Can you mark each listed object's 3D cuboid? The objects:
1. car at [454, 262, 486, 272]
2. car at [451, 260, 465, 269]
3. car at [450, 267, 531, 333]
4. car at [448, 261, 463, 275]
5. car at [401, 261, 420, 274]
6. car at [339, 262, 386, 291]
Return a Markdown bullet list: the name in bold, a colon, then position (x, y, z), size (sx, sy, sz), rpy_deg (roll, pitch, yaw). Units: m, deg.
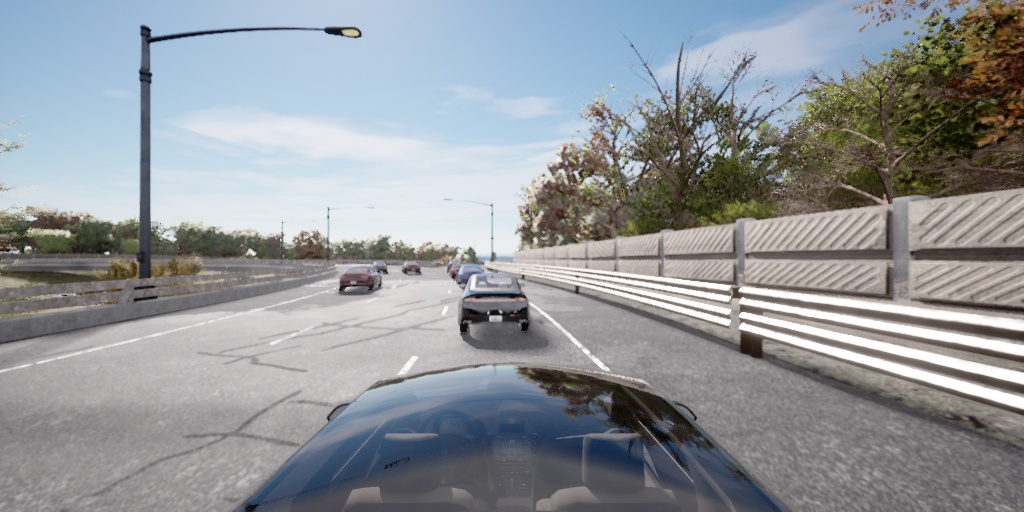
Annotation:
- **car**: position (-2.789, 1.329, 24.495), size (1.812, 1.442, 4.674), rpy_deg (0, 0, -12)
- **car**: position (-9.012, 1.379, 60.357), size (2.128, 1.511, 4.902), rpy_deg (0, 0, -5)
- **car**: position (-0.582, 1.263, 10.854), size (2.128, 1.511, 4.902), rpy_deg (0, 0, -5)
- **car**: position (-4.817, 1.426, 33.556), size (1.895, 1.301, 4.718), rpy_deg (0, 0, -13)
- **car**: position (-12.179, 1.374, 43.129), size (1.812, 1.442, 4.674), rpy_deg (0, 0, -22)
- **car**: position (-9.305, 1.325, 22.218), size (1.812, 1.442, 4.674), rpy_deg (0, 0, -11)
